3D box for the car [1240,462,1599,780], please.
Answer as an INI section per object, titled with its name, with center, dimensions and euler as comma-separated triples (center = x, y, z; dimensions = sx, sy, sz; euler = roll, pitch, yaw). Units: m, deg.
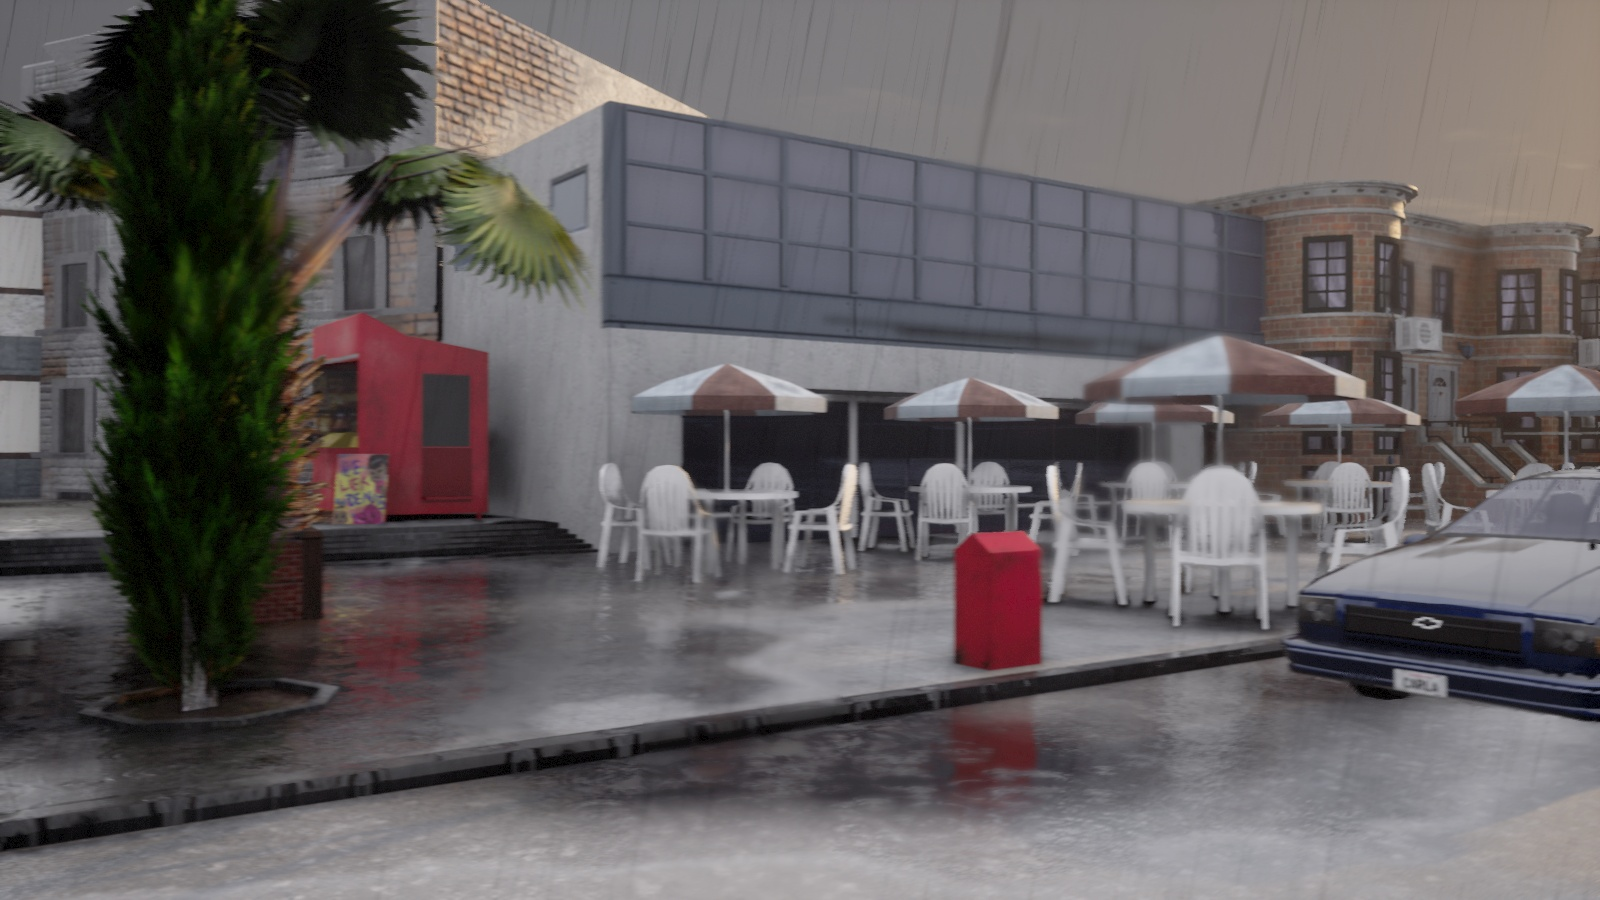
[car]
center = 5.336, 0.801, 7.983
dimensions = 5.357, 1.411, 2.033
euler = 0, 0, -35
